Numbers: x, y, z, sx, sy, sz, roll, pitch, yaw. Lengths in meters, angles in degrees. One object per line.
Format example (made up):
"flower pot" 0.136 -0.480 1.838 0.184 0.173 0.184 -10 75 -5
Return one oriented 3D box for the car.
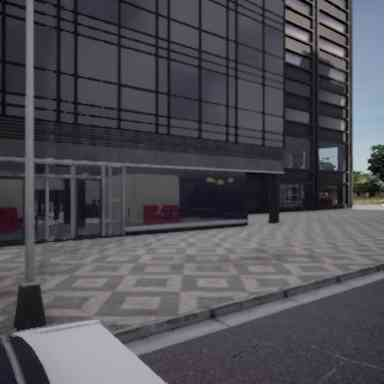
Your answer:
"car" -2.418 1.598 1.655 4.718 1.301 1.895 0 0 -35
